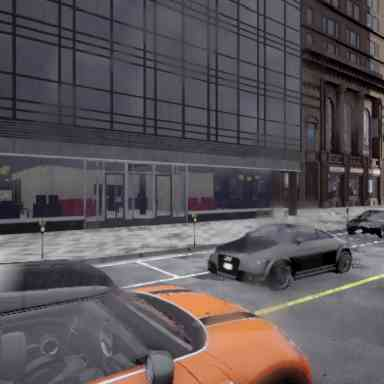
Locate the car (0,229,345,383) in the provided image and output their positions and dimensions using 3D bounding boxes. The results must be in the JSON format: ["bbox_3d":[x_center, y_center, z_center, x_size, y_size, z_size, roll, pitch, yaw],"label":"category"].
[{"bbox_3d":[-1.111,1.352,2.520,4.553,1.767,2.097,0,0,-35],"label":"car"}]

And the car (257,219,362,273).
[{"bbox_3d":[2.470,1.564,9.004,4.181,1.385,1.994,0,0,-36],"label":"car"}]

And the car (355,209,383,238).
[{"bbox_3d":[9.998,1.567,17.645,4.313,1.339,1.947,0,0,-36],"label":"car"}]
